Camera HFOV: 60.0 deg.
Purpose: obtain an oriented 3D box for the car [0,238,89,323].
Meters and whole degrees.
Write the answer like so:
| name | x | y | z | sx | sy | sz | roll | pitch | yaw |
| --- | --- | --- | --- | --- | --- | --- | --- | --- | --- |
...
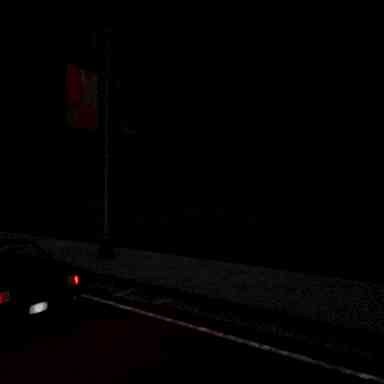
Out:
| name | x | y | z | sx | sy | sz | roll | pitch | yaw |
| --- | --- | --- | --- | --- | --- | --- | --- | --- | --- |
| car | -4.303 | 1.605 | 6.737 | 4.718 | 1.301 | 1.895 | 0 | 0 | 36 |
